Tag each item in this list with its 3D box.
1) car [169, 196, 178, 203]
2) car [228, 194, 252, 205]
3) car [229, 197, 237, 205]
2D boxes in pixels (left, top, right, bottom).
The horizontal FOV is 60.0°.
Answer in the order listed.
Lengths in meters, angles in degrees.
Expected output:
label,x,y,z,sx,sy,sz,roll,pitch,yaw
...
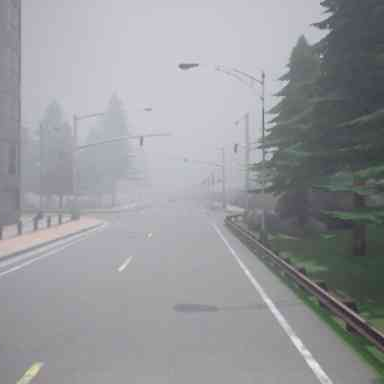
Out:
label,x,y,z,sx,sy,sz,roll,pitch,yaw
car,-4.210,1.622,75.782,1.882,1.535,5.008,0,0,-1
car,8.426,1.279,58.267,3.866,1.878,1.905,0,0,-1
car,8.841,1.271,55.757,4.605,1.855,1.932,0,0,-1
